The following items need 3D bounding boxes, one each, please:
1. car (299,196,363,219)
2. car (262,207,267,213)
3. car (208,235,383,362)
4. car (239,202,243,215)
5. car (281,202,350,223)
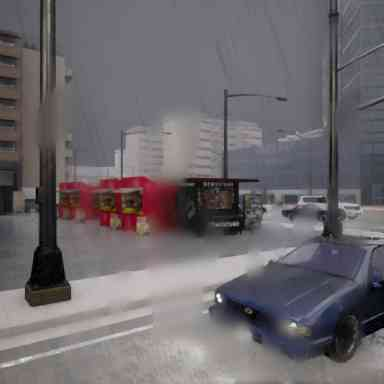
[{"bbox_3d":[11.977,1.335,29.419,2.150,2.045,5.566,0,-1,-36],"label":"car"},{"bbox_3d":[5.953,1.785,37.708,2.033,1.411,5.357,0,-1,-36],"label":"car"},{"bbox_3d":[2.883,1.547,6.069,5.357,1.411,2.033,0,0,-35],"label":"car"},{"bbox_3d":[3.965,1.766,34.484,2.033,1.411,5.357,0,-1,-37],"label":"car"},{"bbox_3d":[9.649,1.703,26.689,1.895,1.301,4.718,0,-1,-37],"label":"car"}]
